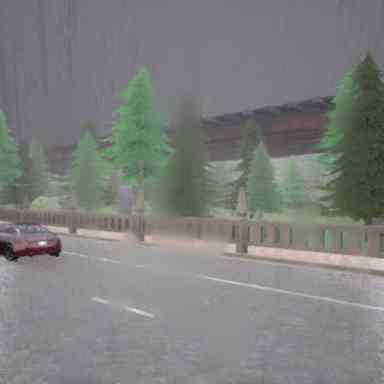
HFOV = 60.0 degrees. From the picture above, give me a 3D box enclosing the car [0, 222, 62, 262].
[{"bbox_3d":[-7.274,1.938,13.876,4.181,1.385,1.994,-1,-2,38],"label":"car"}]
